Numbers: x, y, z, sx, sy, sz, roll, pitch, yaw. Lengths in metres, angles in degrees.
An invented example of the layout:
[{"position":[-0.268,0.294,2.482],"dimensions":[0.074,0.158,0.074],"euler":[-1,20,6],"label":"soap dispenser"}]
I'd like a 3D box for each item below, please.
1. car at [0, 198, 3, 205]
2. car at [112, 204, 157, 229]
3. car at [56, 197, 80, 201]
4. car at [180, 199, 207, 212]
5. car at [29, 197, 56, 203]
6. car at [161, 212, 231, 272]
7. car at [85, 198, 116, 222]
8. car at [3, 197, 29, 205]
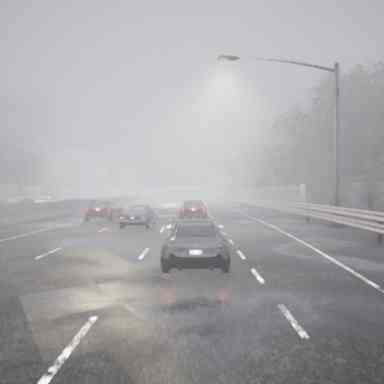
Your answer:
[{"position":[-28.059,1.502,46.242],"dimensions":[1.837,1.490,4.892],"euler":[0,0,0],"label":"car"},{"position":[-3.399,1.537,21.551],"dimensions":[2.033,1.411,5.357],"euler":[0,0,0],"label":"car"},{"position":[-17.561,1.504,48.419],"dimensions":[1.837,1.490,4.892],"euler":[0,-1,0],"label":"car"},{"position":[0.102,1.341,26.499],"dimensions":[2.097,1.767,4.553],"euler":[0,0,0],"label":"car"},{"position":[-21.058,1.475,48.181],"dimensions":[1.882,1.535,5.008],"euler":[0,0,0],"label":"car"},{"position":[0.101,1.557,10.772],"dimensions":[1.994,1.385,4.181],"euler":[0,0,0],"label":"car"},{"position":[-6.898,1.342,26.501],"dimensions":[2.097,1.767,4.553],"euler":[0,0,0],"label":"car"},{"position":[-24.557,1.475,47.992],"dimensions":[1.882,1.535,5.008],"euler":[0,0,0],"label":"car"}]
